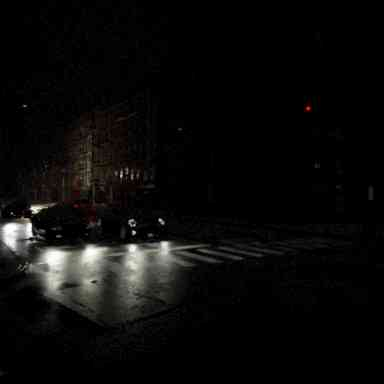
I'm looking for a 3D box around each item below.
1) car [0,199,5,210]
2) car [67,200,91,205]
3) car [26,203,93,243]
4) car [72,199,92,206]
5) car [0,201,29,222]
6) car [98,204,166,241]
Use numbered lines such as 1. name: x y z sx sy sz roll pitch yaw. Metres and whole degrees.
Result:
1. car: -26.657 1.653 44.639 2.033 1.411 5.357 1 -1 -36
2. car: -10.449 1.663 27.541 2.033 1.411 5.357 1 -1 -36
3. car: -6.700 1.540 16.772 1.882 1.535 5.008 1 -1 -37
4. car: -12.431 1.526 36.196 2.097 1.767 4.553 1 -1 -36
5. car: -14.351 1.673 27.399 1.895 1.301 4.718 1 -1 -36
6. car: -3.241 1.460 17.547 2.097 1.767 4.553 1 -1 -36
